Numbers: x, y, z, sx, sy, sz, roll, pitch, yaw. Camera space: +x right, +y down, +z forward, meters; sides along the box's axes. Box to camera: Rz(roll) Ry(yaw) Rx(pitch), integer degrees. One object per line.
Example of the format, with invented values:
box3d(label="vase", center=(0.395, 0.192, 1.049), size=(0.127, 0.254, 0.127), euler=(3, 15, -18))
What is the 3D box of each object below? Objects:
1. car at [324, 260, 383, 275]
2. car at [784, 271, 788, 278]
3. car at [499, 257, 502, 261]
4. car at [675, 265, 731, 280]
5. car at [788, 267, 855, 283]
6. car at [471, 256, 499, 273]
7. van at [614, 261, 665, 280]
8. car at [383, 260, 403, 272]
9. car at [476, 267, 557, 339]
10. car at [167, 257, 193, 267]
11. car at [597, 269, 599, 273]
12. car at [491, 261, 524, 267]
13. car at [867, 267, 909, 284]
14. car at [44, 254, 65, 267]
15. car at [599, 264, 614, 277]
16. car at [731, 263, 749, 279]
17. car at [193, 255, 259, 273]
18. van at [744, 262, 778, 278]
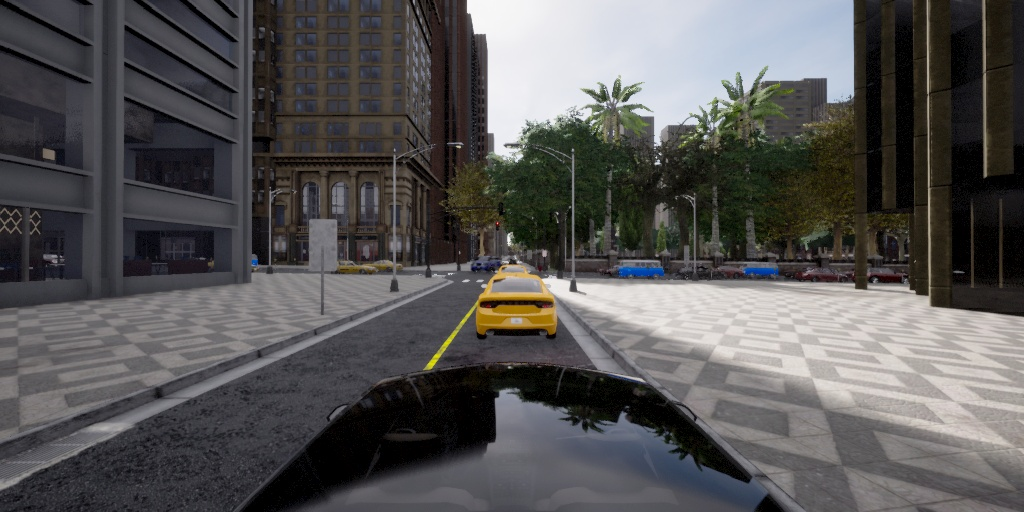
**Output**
box3d(label="car", center=(-14.978, 1.052, 33.339), size=(4.829, 1.417, 1.751), euler=(0, 0, 0))
box3d(label="car", center=(33.042, 1.904, 38.901), size=(5.357, 1.411, 2.033), euler=(1, 0, 1))
box3d(label="car", center=(-2.951, 1.053, 60.791), size=(2.150, 2.045, 5.566), euler=(0, 0, 0))
box3d(label="car", center=(18.822, 1.630, 35.918), size=(4.674, 1.442, 1.812), euler=(1, 0, 2))
box3d(label="car", center=(28.509, 1.830, 33.073), size=(4.207, 1.307, 1.802), euler=(0, 0, 0))
box3d(label="car", center=(-3.565, 1.011, 45.435), size=(2.150, 2.045, 5.566), euler=(0, 0, 8))
box3d(label="van", center=(11.939, 1.315, 33.174), size=(3.998, 1.789, 1.690), euler=(0, 0, 0))
box3d(label="car", center=(-15.276, 1.101, 41.866), size=(4.829, 1.417, 1.751), euler=(0, 0, 0))
box3d(label="car", center=(0.111, 1.230, 10.124), size=(1.882, 1.535, 5.008), euler=(0, 0, 0))
box3d(label="car", center=(-37.786, 0.774, 42.004), size=(4.313, 1.339, 1.948), euler=(0, 0, 0))
box3d(label="car", center=(11.980, 1.605, 41.700), size=(4.207, 1.307, 1.802), euler=(0, 0, 0))
box3d(label="car", center=(0.040, 1.235, 20.184), size=(1.882, 1.535, 5.008), euler=(0, 0, 0))
box3d(label="car", center=(34.032, 1.779, 33.039), size=(4.097, 1.591, 1.967), euler=(0, 0, 0))
box3d(label="car", center=(-43.501, 0.507, 33.513), size=(4.097, 1.591, 1.967), euler=(0, 0, 0))
box3d(label="car", center=(12.638, 1.567, 39.035), size=(5.357, 1.411, 2.033), euler=(1, 0, 0))
box3d(label="car", center=(22.598, 1.710, 38.974), size=(4.674, 1.442, 1.812), euler=(1, 0, 0))
box3d(label="car", center=(-26.319, 0.867, 33.408), size=(4.829, 1.417, 1.751), euler=(0, 0, 0))
box3d(label="van", center=(28.550, 1.638, 41.598), size=(3.998, 1.789, 1.690), euler=(0, 0, 0))
